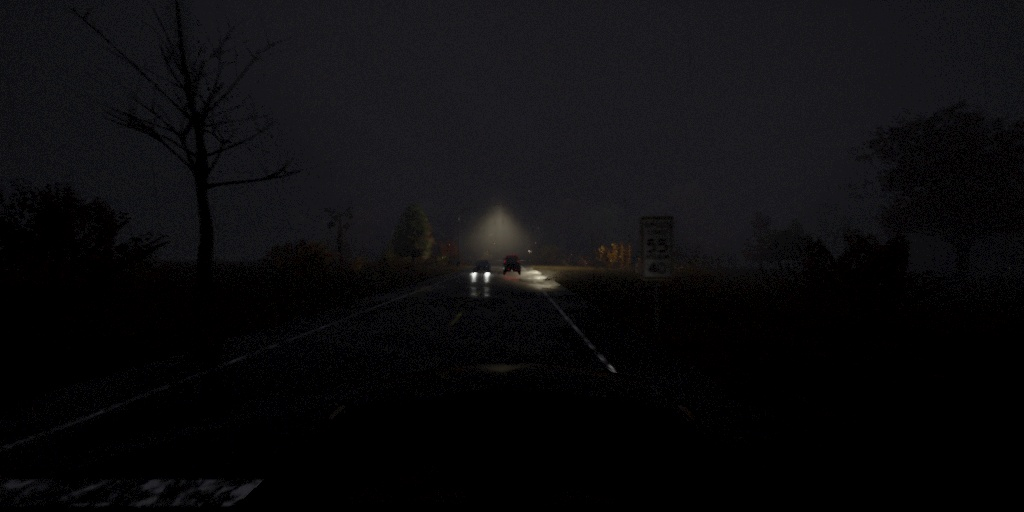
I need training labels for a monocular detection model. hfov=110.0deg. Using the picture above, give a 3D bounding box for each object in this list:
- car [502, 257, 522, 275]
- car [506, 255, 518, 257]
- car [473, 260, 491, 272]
[{"bbox_3d":[-0.002,1.177,38.204,1.837,1.490,4.892,0,0,0],"label":"car"},{"bbox_3d":[-0.001,0.879,49.046,2.150,2.045,5.566,0,0,0],"label":"car"},{"bbox_3d":[-3.504,1.190,43.207,1.812,1.442,4.674,0,0,0],"label":"car"}]
